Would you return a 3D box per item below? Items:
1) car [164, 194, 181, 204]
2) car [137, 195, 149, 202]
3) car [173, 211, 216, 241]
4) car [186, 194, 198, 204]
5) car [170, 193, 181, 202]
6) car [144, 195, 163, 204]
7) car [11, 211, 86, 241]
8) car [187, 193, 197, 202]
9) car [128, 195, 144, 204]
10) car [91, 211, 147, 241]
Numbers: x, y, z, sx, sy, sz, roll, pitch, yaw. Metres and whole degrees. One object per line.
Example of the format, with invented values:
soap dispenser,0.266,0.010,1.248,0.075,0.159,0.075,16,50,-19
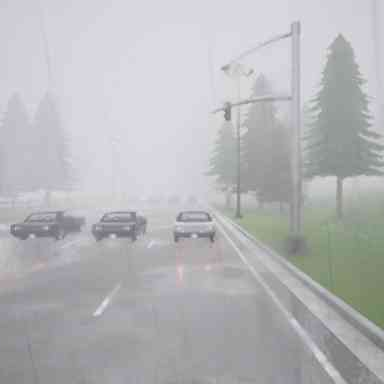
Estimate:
car,-3.492,1.339,61.510,2.097,1.767,4.553,0,0,0
car,-10.491,1.341,71.544,1.812,1.442,4.674,0,0,0
car,0.103,1.597,16.566,1.895,1.301,4.718,0,0,0
car,0.008,1.478,61.123,2.128,1.511,4.902,0,0,0
car,-3.491,1.172,71.513,2.097,1.767,4.553,0,0,0
car,-6.992,1.479,61.124,2.128,1.511,4.902,0,0,0
car,-6.897,1.597,16.584,1.895,1.301,4.718,0,0,0
car,0.009,1.172,71.513,2.097,1.767,4.553,0,0,0
car,-10.492,1.588,61.571,1.895,1.301,4.718,0,0,0
car,-3.397,1.597,16.515,1.895,1.301,4.718,0,0,0
